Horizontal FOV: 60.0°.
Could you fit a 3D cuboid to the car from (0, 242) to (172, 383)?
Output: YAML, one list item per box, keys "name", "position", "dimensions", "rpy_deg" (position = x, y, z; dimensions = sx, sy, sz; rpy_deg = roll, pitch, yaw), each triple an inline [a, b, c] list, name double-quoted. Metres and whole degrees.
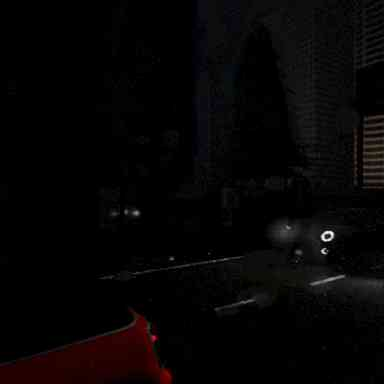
- name: "car"
  position: [-2.427, 1.351, 2.234]
  dimensions: [4.553, 1.767, 2.097]
  rpy_deg: [0, 0, -35]

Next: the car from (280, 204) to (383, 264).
- name: "car"
  position: [5.271, 1.359, 11.979]
  dimensions: [4.553, 1.767, 2.097]
  rpy_deg: [0, 0, -35]
